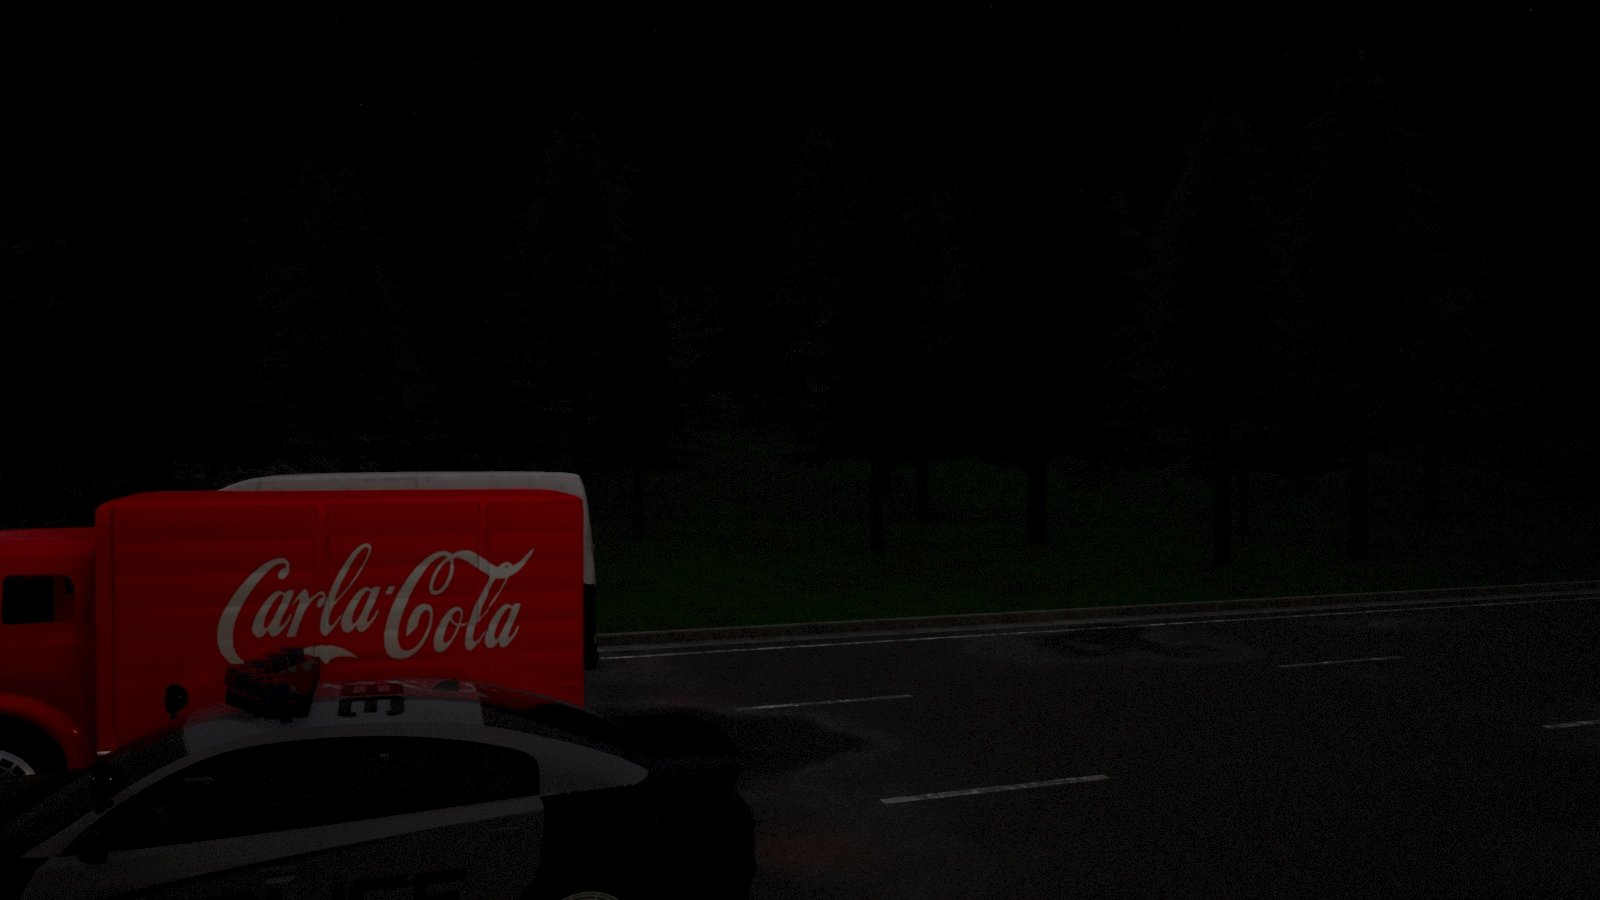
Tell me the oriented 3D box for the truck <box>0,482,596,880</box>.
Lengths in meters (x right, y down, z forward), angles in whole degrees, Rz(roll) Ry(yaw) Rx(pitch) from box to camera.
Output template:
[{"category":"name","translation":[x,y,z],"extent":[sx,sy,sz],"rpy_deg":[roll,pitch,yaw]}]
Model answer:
[{"category":"truck","translation":[-4.474,1.564,9.126],"extent":[5.204,2.467,2.627],"rpy_deg":[0,0,-21]}]

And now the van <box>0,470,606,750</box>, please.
[{"category":"van","translation":[-5.250,1.534,12.548],"extent":[5.915,2.561,1.988],"rpy_deg":[0,0,-19]}]

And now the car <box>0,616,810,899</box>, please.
[{"category":"car","translation":[-2.766,1.982,6.136],"extent":[5.238,1.638,2.097],"rpy_deg":[0,0,-20]}]
